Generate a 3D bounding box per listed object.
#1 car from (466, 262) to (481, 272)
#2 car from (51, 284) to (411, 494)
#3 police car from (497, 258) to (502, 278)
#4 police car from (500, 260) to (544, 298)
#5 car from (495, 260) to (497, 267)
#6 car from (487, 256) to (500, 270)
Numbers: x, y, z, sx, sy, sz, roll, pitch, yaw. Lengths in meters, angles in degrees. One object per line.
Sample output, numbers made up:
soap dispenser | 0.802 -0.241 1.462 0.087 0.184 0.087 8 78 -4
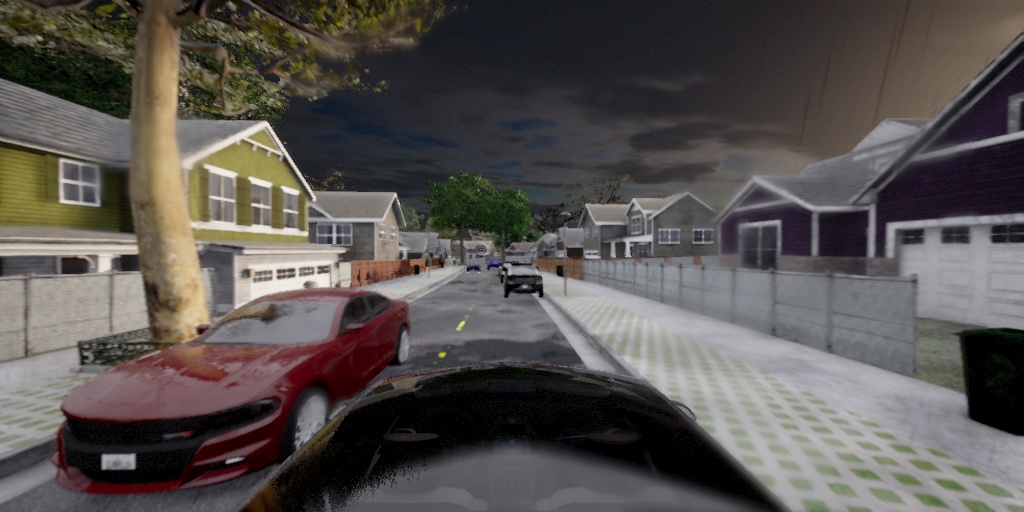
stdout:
car | -5.008 1.429 47.202 1.895 1.301 4.718 0 0 -4
car | -2.897 1.229 5.116 1.882 1.535 5.008 0 0 -1
police car | 0.008 1.188 28.802 1.930 1.638 5.238 0 0 -3
police car | 0.493 1.173 18.765 1.930 1.638 5.238 0 0 -2
car | -0.376 1.304 34.708 1.812 1.442 4.674 0 0 -4
car | -2.618 1.063 53.948 2.150 2.045 5.566 0 0 -4
